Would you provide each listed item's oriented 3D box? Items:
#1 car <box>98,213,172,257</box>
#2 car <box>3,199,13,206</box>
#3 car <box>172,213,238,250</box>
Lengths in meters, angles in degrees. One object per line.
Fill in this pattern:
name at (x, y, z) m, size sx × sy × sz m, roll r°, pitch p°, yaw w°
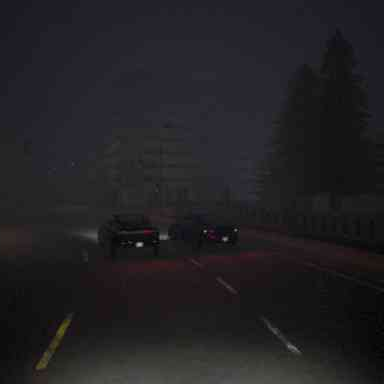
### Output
car at (-2.744, 1.633, 13.797) m, size 2.128 × 1.511 × 4.902 m, roll 0°, pitch 0°, yaw -22°
car at (-41.146, 2.298, 74.380) m, size 1.994 × 1.385 × 4.181 m, roll 0°, pitch -1°, yaw -30°
car at (0.415, 1.681, 15.275) m, size 1.812 × 1.442 × 4.674 m, roll 0°, pitch 0°, yaw -23°
